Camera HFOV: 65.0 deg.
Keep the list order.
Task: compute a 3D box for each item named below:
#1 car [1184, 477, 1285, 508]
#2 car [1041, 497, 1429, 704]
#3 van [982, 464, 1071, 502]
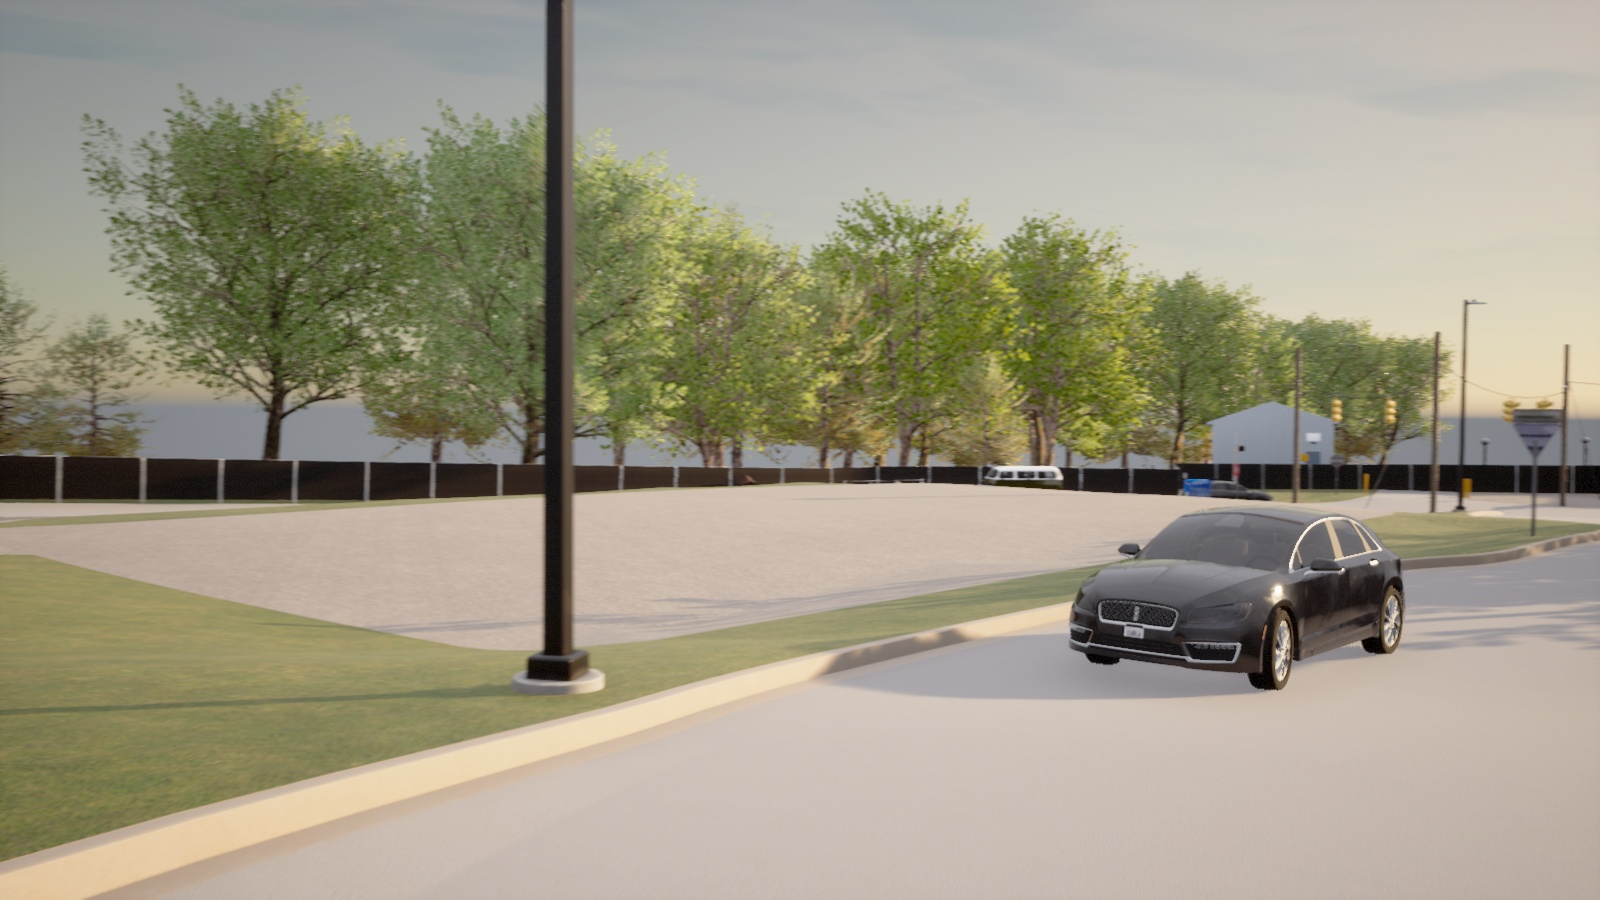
[{"bbox_3d":[23.849,2.316,69.047,4.892,1.490,1.837,1,2,0],"label":"car"},{"bbox_3d":[4.538,1.309,12.587,1.837,1.490,4.892,1,1,43],"label":"car"},{"bbox_3d":[12.855,1.841,71.361,4.480,2.038,2.069,0,2,-11],"label":"van"}]
